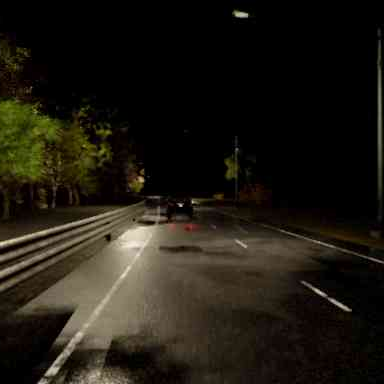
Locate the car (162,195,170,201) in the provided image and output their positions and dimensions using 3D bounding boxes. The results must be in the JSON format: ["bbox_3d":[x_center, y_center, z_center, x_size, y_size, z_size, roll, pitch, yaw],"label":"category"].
[{"bbox_3d":[-6.674,1.572,84.534,1.994,1.385,4.181,0,0,-6],"label":"car"}]

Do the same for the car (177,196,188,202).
[{"bbox_3d":[-2.149,1.557,74.528,1.994,1.385,4.181,0,0,-6],"label":"car"}]

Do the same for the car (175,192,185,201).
[{"bbox_3d":[-3.157,1.067,84.515,2.150,2.045,5.566,0,0,-6],"label":"car"}]

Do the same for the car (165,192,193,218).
[{"bbox_3d":[-1.155,1.236,30.130,2.150,2.045,5.566,0,0,-5],"label":"car"}]

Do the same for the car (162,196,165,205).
[{"bbox_3d":[-4.200,1.571,60.937,2.033,1.411,5.357,0,0,-6],"label":"car"}]
